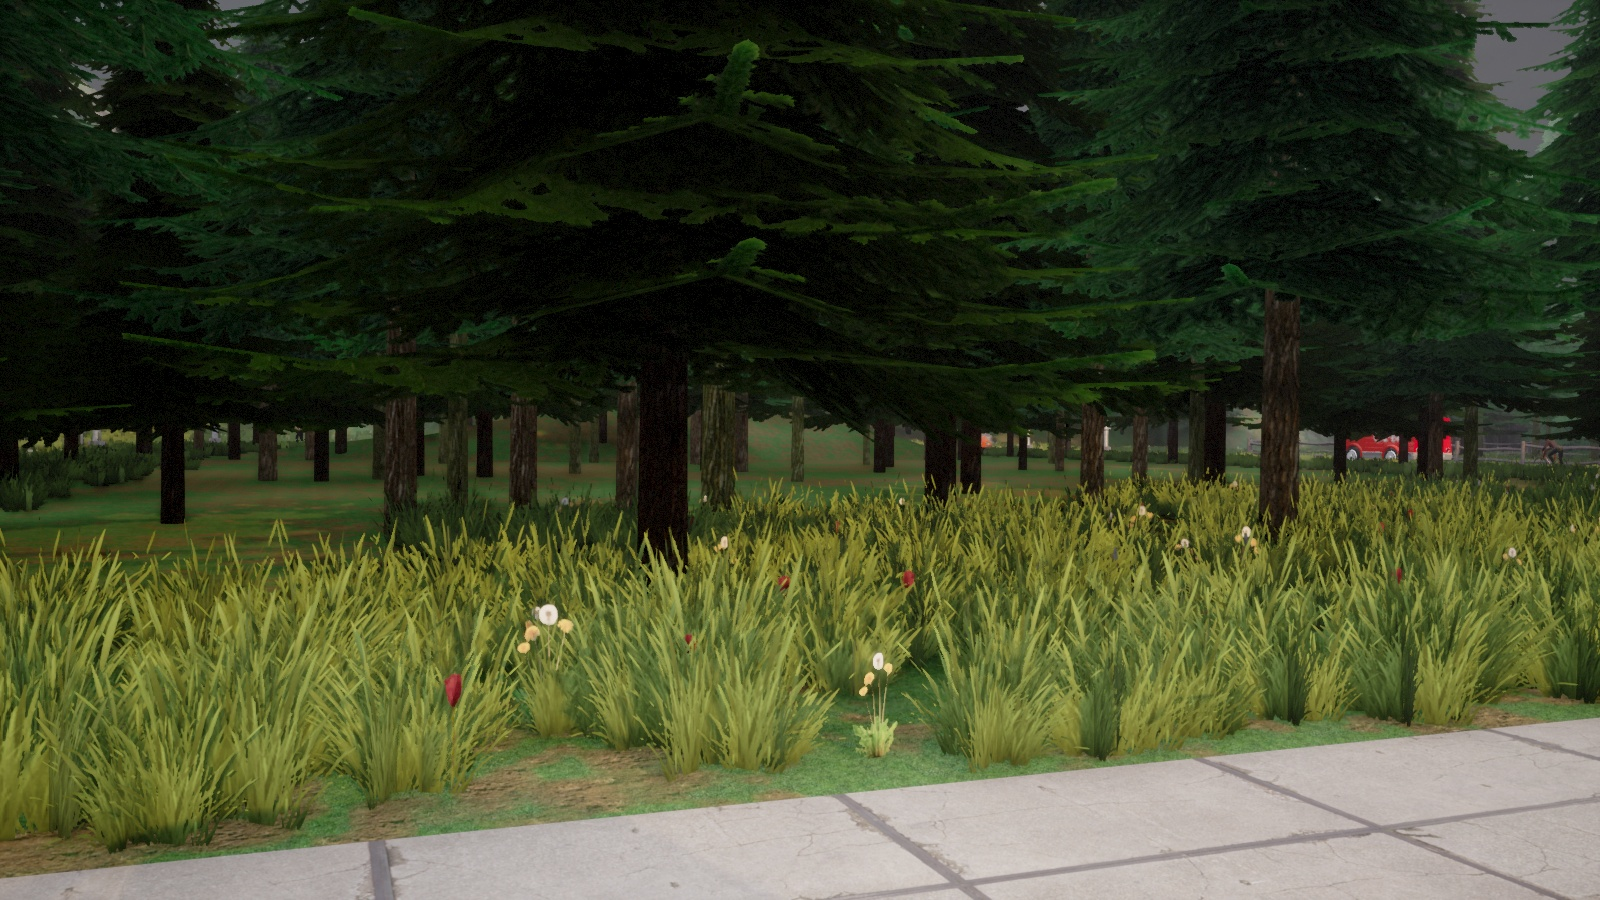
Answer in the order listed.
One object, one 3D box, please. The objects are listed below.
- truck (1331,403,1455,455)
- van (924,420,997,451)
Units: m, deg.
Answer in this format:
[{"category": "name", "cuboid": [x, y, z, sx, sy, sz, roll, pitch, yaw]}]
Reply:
[{"category": "truck", "cuboid": [29.091, -1.036, 61.830, 2.627, 2.467, 5.204, -1, 1, -20]}, {"category": "van", "cuboid": [10.594, -0.941, 82.986, 4.442, 1.987, 1.775, 0, 1, 28]}]
